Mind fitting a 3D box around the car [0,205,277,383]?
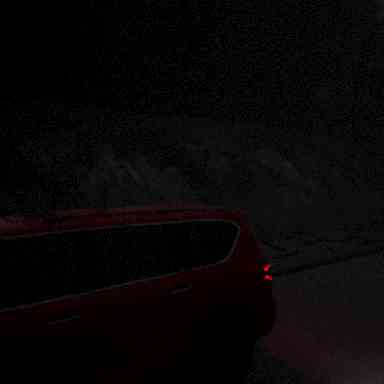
[{"bbox_3d":[-1.516,1.214,3.524,5.566,2.045,2.150,-1,0,-35],"label":"car"}]
